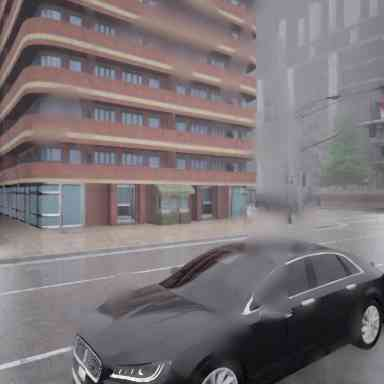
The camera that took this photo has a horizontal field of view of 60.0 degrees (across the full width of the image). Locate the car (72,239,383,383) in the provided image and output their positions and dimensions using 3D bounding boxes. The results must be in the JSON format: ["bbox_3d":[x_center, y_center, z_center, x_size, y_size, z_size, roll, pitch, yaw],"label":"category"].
[{"bbox_3d":[0.896,1.505,4.651,4.892,1.490,1.837,0,0,-36],"label":"car"}]

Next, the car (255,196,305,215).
[{"bbox_3d":[8.852,1.491,32.931,2.128,1.511,4.902,0,0,-36],"label":"car"}]

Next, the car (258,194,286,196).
[{"bbox_3d":[9.678,1.222,37.728,2.150,2.045,5.566,0,0,-36],"label":"car"}]

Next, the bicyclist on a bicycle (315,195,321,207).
[{"bbox_3d":[17.790,1.301,46.928,1.656,1.620,0.582,0,0,-36],"label":"bicyclist on a bicycle"}]
